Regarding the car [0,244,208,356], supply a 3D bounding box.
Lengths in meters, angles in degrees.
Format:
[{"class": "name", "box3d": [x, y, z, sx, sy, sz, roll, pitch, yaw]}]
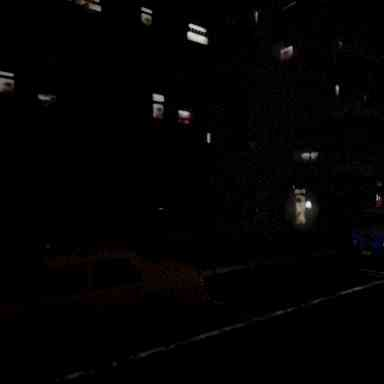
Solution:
[{"class": "car", "box3d": [-2.000, 1.534, 5.147, 4.829, 1.417, 1.752, 0, -1, -35]}]

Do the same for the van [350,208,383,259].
[{"class": "van", "box3d": [7.223, 1.424, 11.730, 3.998, 1.788, 1.690, 0, -1, -35]}]
